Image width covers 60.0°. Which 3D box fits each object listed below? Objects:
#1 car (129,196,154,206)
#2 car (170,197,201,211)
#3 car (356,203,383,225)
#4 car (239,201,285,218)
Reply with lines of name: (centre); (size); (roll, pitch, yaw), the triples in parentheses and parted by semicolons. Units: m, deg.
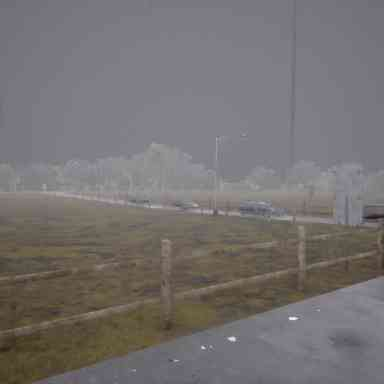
car: (-7.616, 1.339, 50.037); (1.895, 1.301, 4.718); (1, 0, -35)
car: (-0.879, 1.418, 40.585); (2.128, 1.511, 4.902); (1, 0, -36)
car: (12.527, 1.461, 21.251); (2.128, 1.511, 4.902); (1, -1, -30)
car: (6.330, 1.531, 30.537); (1.812, 1.442, 4.674); (1, -1, -36)
